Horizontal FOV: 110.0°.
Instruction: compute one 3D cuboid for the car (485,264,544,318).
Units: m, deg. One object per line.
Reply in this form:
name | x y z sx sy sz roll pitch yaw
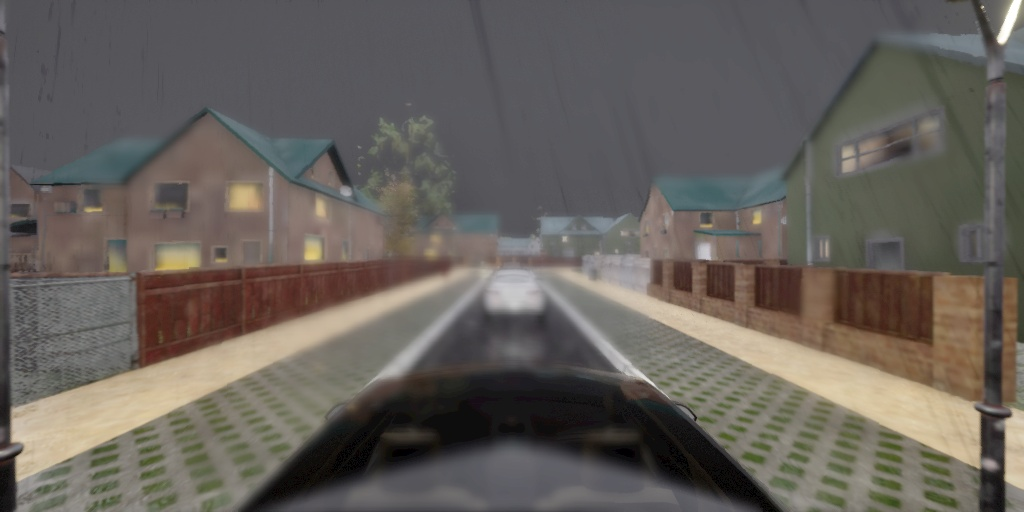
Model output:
car | 0.097 1.197 12.506 1.812 1.442 4.674 0 1 0
